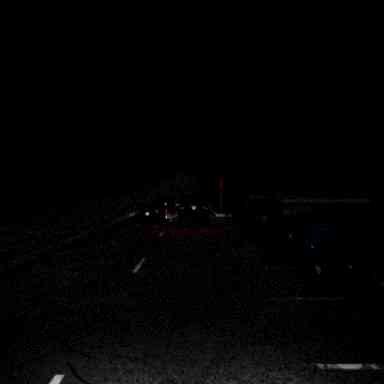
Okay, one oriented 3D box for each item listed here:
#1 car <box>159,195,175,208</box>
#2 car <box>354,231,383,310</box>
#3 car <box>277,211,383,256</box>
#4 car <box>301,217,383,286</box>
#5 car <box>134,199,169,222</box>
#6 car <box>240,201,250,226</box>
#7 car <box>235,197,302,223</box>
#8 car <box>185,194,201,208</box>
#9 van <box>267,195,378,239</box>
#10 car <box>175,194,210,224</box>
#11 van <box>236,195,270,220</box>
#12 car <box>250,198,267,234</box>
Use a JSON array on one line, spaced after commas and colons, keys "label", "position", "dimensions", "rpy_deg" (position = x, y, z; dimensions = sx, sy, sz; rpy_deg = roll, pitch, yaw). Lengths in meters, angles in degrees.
[{"label": "car", "position": [-3.121, 1.132, 41.560], "dimensions": [1.837, 1.490, 4.892], "rpy_deg": [0, 1, 0]}, {"label": "car", "position": [5.544, 1.529, 5.483], "dimensions": [4.674, 1.452, 2.002], "rpy_deg": [0, 0, 0]}, {"label": "car", "position": [5.575, 1.513, 10.994], "dimensions": [4.792, 1.488, 2.163], "rpy_deg": [0, 0, 0]}, {"label": "car", "position": [5.514, 1.519, 8.242], "dimensions": [4.792, 1.488, 2.163], "rpy_deg": [0, 0, 0]}, {"label": "car", "position": [-3.134, 1.481, 25.296], "dimensions": [1.994, 1.385, 4.181], "rpy_deg": [0, 1, 0]}, {"label": "car", "position": [5.545, 1.451, 19.259], "dimensions": [4.892, 1.521, 2.231], "rpy_deg": [0, 0, 0]}, {"label": "car", "position": [5.585, 1.277, 24.769], "dimensions": [4.553, 1.767, 2.185], "rpy_deg": [0, 1, 0]}, {"label": "car", "position": [0.130, 1.098, 41.902], "dimensions": [1.882, 1.535, 5.008], "rpy_deg": [0, 1, 0]}, {"label": "van", "position": [5.664, 1.251, 13.746], "dimensions": [4.442, 1.987, 1.878], "rpy_deg": [0, 0, 0]}, {"label": "car", "position": [0.117, 1.143, 24.422], "dimensions": [2.150, 2.045, 5.566], "rpy_deg": [0, 0, 0]}, {"label": "van", "position": [5.437, 1.204, 22.015], "dimensions": [4.442, 1.987, 1.878], "rpy_deg": [0, 1, 0]}, {"label": "car", "position": [5.518, 1.340, 16.631], "dimensions": [4.553, 1.767, 2.185], "rpy_deg": [0, 0, 0]}]
